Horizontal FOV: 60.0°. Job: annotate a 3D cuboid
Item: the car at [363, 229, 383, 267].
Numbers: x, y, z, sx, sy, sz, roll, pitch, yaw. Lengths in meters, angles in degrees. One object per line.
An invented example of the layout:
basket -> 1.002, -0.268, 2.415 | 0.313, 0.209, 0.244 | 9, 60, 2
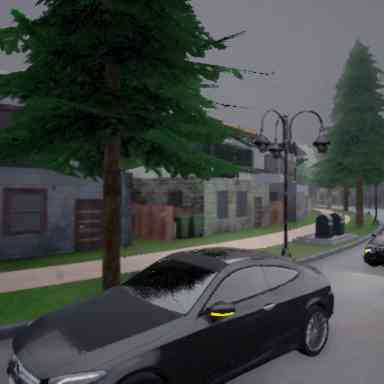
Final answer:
car -> 7.376, 1.627, 11.058 | 2.033, 1.411, 5.357 | 0, 0, 42

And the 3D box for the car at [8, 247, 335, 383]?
car -> 0.175, 1.550, 4.505 | 4.674, 1.442, 1.812 | 0, 0, -39
